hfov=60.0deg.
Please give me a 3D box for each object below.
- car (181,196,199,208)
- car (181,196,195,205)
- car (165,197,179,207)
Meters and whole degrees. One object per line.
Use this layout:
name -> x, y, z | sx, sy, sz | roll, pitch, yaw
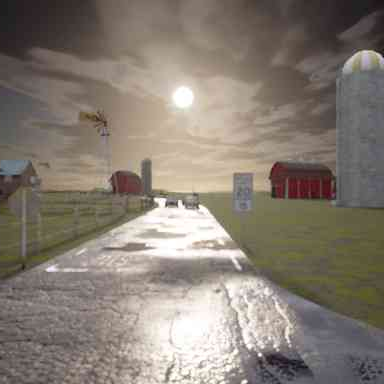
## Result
car -> -0.052, 1.388, 45.491 | 2.128, 1.511, 4.902 | 0, 0, -2
car -> -0.715, 1.367, 55.600 | 1.837, 1.490, 4.892 | 0, 0, -6
car -> -2.989, 1.445, 49.589 | 1.994, 1.385, 4.181 | 0, 0, -2
